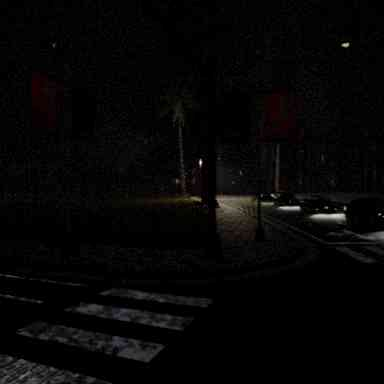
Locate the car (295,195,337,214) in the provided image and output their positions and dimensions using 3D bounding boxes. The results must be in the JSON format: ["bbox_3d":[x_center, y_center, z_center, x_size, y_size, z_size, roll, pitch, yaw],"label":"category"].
[{"bbox_3d":[10.385,0.990,27.598,1.994,1.385,4.181,-1,1,1],"label":"car"}]

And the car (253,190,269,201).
[{"bbox_3d":[10.176,0.498,47.564,2.097,1.767,4.553,-1,1,-2],"label":"car"}]

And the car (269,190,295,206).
[{"bbox_3d":[10.444,0.852,37.414,1.994,1.385,4.181,-1,1,0],"label":"car"}]

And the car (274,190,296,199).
[{"bbox_3d":[16.151,0.384,57.919,2.128,1.511,4.902,-1,1,-4],"label":"car"}]

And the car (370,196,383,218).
[{"bbox_3d":[13.654,1.013,21.678,1.994,1.385,4.181,-1,1,2],"label":"car"}]

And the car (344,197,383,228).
[{"bbox_3d":[10.118,1.062,18.395,1.837,1.490,4.892,-1,1,2],"label":"car"}]
